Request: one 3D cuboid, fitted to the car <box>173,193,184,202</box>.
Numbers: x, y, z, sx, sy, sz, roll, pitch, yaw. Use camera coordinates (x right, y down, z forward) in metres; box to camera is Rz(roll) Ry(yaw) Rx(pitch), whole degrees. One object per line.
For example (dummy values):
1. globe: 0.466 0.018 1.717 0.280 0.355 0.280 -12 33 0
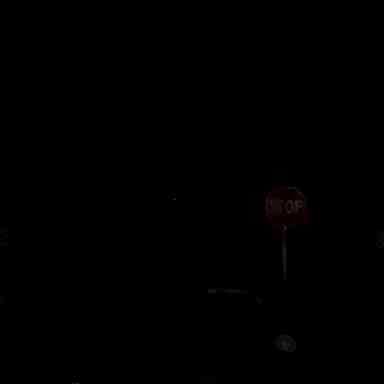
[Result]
1. car: -2.693 1.090 68.313 2.097 1.767 4.553 0 0 0
